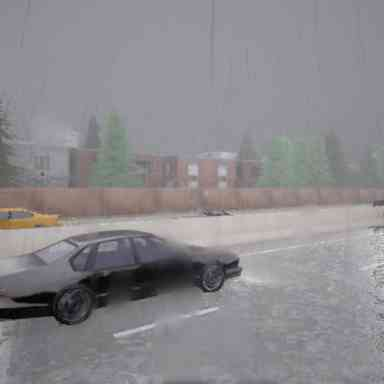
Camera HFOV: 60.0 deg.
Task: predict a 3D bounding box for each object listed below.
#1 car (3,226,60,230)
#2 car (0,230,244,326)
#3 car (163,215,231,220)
[{"bbox_3d":[-8.633,1.472,15.031,5.008,1.535,1.882,0,0,-36],"label":"car"},{"bbox_3d":[-1.399,1.533,7.047,5.357,1.411,2.033,0,0,-36],"label":"car"},{"bbox_3d":[0.476,1.545,17.232,4.718,1.301,1.895,0,0,-36],"label":"car"}]
